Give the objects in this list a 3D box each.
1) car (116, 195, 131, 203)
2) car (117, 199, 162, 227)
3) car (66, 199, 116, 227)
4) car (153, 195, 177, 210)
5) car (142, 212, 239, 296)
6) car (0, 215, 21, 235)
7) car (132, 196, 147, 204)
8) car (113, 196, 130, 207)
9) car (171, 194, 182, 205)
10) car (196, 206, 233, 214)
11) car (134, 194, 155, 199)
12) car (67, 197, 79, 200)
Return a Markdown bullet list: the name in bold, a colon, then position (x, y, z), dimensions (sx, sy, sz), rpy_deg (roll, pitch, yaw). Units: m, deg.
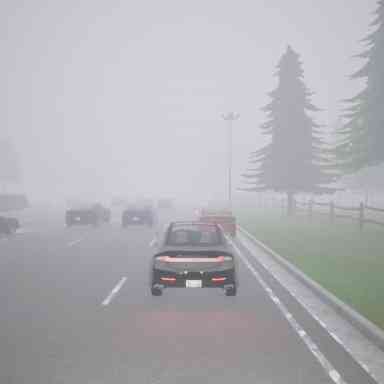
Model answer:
- **car**: position (-13.916, 1.476, 67.886), dimensions (1.882, 1.535, 5.008), rpy_deg (0, 0, 0)
- **car**: position (-3.406, 1.477, 22.543), dimensions (1.882, 1.535, 5.008), rpy_deg (0, 0, 0)
- **car**: position (-6.904, 1.477, 22.614), dimensions (1.882, 1.535, 5.008), rpy_deg (0, 0, 0)
- **car**: position (-3.410, 1.491, 43.046), dimensions (2.128, 1.511, 4.902), rpy_deg (0, 0, 0)
- **car**: position (0.050, 1.491, 8.616), dimensions (2.128, 1.511, 4.902), rpy_deg (0, 0, 0)
- **car**: position (-10.404, 1.547, 15.938), dimensions (2.033, 1.411, 5.357), rpy_deg (0, 0, 0)
- **car**: position (-10.418, 1.490, 66.270), dimensions (2.128, 1.511, 4.902), rpy_deg (0, 0, 0)
- **car**: position (-10.414, 1.351, 48.676), dimensions (2.097, 1.767, 4.553), rpy_deg (0, 0, 0)
- **car**: position (-3.416, 1.546, 60.937), dimensions (2.033, 1.411, 5.357), rpy_deg (0, 0, 0)
- **car**: position (1.220, 1.478, 17.958), dimensions (1.882, 1.535, 5.008), rpy_deg (0, 0, 0)
- **car**: position (-6.912, 1.491, 49.423), dimensions (2.128, 1.511, 4.902), rpy_deg (0, 0, 0)
- **car**: position (-17.586, 1.477, 49.551), dimensions (1.882, 1.535, 5.008), rpy_deg (0, 0, -18)
